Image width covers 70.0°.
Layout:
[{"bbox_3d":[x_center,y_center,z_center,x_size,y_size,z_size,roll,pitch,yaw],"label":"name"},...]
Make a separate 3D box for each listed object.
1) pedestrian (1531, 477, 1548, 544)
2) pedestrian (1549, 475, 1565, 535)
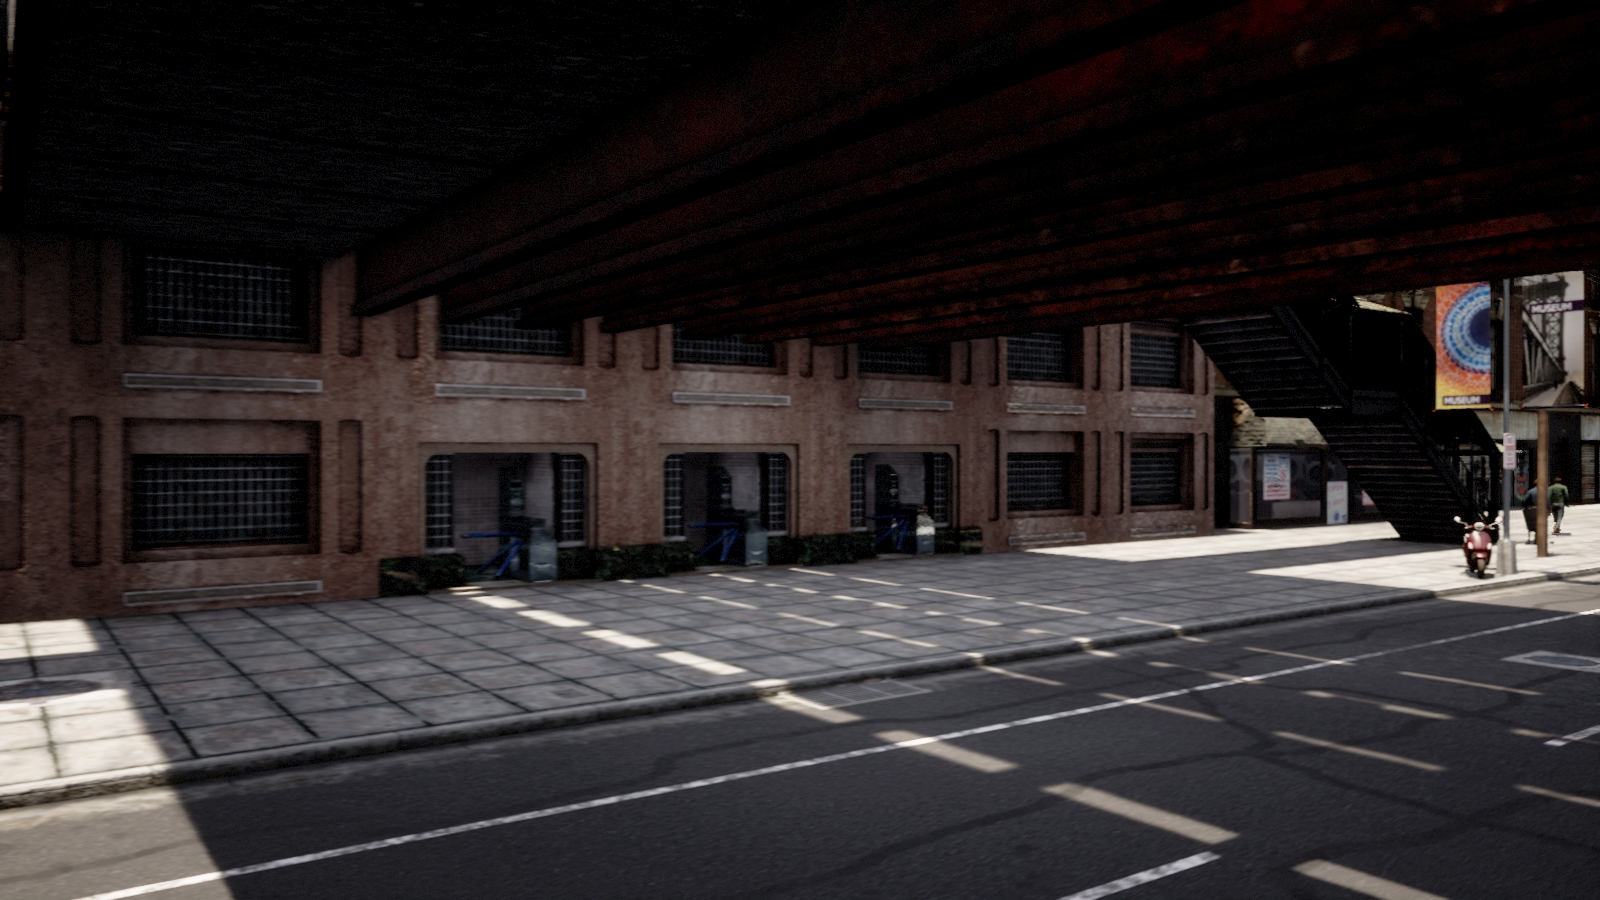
[{"bbox_3d":[20.872,1.696,32.266,0.375,1.860,0.375,0,0,38],"label":"pedestrian"},{"bbox_3d":[23.455,1.696,35.413,0.375,1.860,0.375,0,0,39],"label":"pedestrian"}]
